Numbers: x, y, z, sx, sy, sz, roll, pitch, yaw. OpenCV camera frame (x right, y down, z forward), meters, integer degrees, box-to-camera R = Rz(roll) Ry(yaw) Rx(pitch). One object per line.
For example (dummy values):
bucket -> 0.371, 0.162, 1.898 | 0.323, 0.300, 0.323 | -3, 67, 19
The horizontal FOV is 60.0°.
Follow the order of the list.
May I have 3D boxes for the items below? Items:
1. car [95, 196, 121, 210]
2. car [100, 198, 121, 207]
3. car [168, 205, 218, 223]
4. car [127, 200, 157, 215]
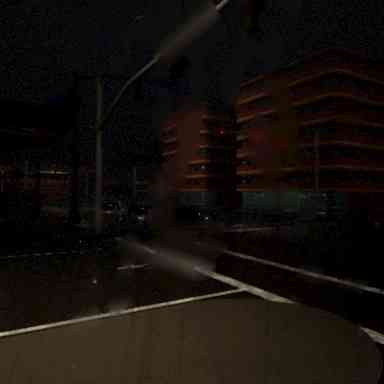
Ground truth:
car -> -10.786, 1.576, 43.411 | 1.837, 1.490, 4.892 | 1, 0, -32
car -> -13.323, 1.691, 54.322 | 1.895, 1.301, 4.718 | 1, 0, -32
car -> -0.005, 1.699, 26.382 | 1.895, 1.301, 4.718 | 1, 0, -32
car -> -5.374, 1.610, 34.858 | 1.812, 1.442, 4.674 | 1, 0, -32
